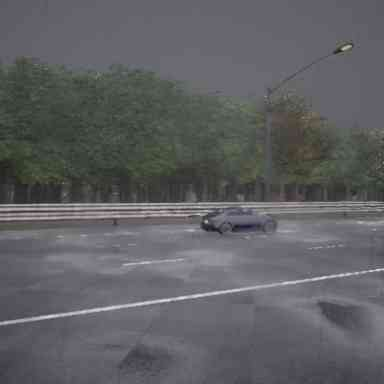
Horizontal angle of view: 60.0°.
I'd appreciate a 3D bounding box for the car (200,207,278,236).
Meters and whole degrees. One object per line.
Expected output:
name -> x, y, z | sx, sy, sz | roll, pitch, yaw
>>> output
car -> 2.527, 1.499, 17.871 | 4.181, 1.385, 1.994 | 0, 0, -26
